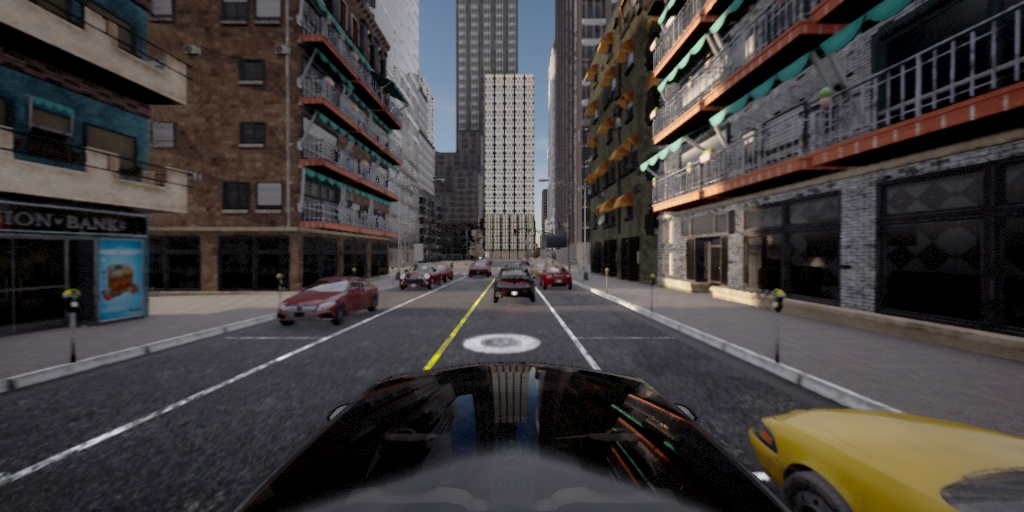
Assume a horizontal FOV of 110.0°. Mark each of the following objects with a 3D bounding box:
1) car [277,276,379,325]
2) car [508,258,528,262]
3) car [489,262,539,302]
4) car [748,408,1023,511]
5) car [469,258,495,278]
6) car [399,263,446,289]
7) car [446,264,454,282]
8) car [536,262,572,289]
[{"bbox_3d":[-5.691,1.331,11.694,1.802,1.307,4.207,0,0,0],"label":"car"},{"bbox_3d":[0.098,1.239,33.176,2.128,1.511,4.902,0,0,0],"label":"car"},{"bbox_3d":[0.099,1.256,17.101,1.837,1.490,4.892,0,1,0],"label":"car"},{"bbox_3d":[2.690,1.276,0.803,1.751,1.417,4.829,0,0,0],"label":"car"},{"bbox_3d":[-3.009,1.227,34.443,1.882,1.535,5.008,0,0,0],"label":"car"},{"bbox_3d":[-5.692,1.188,22.741,1.967,1.591,4.097,0,0,0],"label":"car"},{"bbox_3d":[-5.692,1.294,28.265,1.888,1.381,4.507,0,0,0],"label":"car"},{"bbox_3d":[2.690,1.294,22.727,1.888,1.381,4.507,0,0,0],"label":"car"}]
